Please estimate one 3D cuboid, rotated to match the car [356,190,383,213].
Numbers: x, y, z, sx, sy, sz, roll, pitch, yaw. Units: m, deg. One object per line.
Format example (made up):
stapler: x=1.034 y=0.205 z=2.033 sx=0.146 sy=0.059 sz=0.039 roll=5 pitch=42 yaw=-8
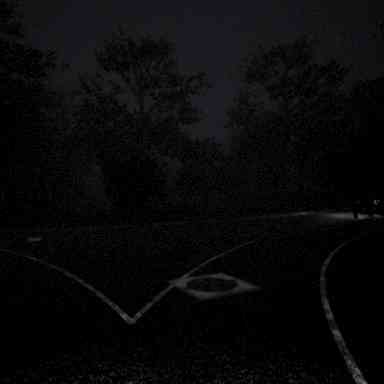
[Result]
car: x=15.422 y=0.652 z=26.741 sx=4.553 sy=1.767 sz=2.097 roll=-3 pitch=2 yaw=-23
